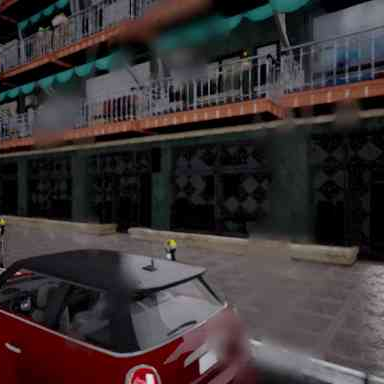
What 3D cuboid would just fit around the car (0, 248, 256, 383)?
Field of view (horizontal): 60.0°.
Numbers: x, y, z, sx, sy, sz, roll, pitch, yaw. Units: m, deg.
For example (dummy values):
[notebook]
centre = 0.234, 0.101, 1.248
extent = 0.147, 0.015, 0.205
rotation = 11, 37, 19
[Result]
[car]
centre = -1.443, 1.406, 3.901
extent = 4.097, 1.590, 1.967
rotation = 1, 0, 35
